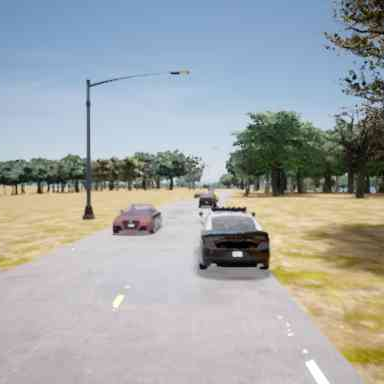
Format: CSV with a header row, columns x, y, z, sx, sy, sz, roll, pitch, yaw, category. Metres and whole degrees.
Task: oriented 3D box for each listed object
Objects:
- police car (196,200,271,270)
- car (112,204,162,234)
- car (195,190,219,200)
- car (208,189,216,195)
x,y,z,sx,sy,sz,roll,pitch,yaw,category
1.166,1.276,10.666,1.930,1.638,5.238,0,1,1,police car
-2.720,1.319,17.269,1.994,1.385,4.181,0,1,3,car
1.808,0.892,37.291,1.882,1.535,5.008,0,1,6,car
5.143,-0.091,85.329,1.837,1.490,4.892,0,1,8,car
